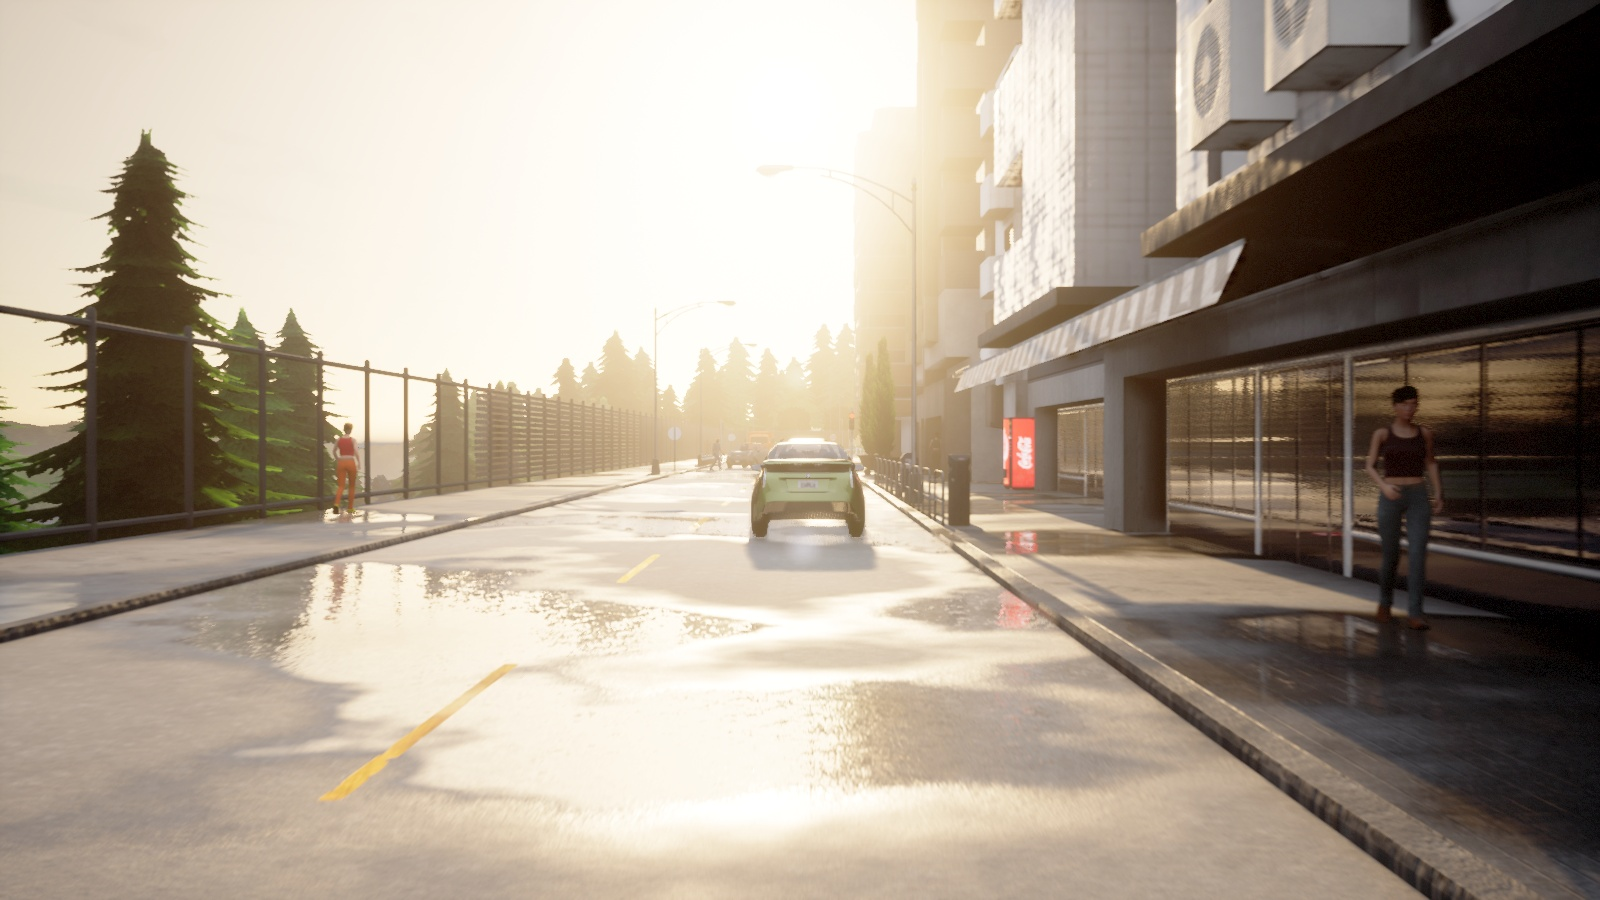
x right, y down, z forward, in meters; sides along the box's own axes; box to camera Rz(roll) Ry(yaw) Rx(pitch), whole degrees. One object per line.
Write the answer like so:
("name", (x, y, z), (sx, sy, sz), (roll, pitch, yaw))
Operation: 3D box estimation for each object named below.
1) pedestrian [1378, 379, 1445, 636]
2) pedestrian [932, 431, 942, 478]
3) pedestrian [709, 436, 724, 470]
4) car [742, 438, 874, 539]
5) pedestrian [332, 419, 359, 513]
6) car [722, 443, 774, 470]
("pedestrian", (4.519, 0.408, 9.298), (0.345, 1.836, 0.594), (0, 0, 16))
("pedestrian", (5.462, 0.178, 50.154), (0.345, 1.836, 0.594), (0, 0, 2))
("pedestrian", (-4.529, 0.158, 68.239), (0.706, 1.836, 0.354), (0, 0, 28))
("car", (0.134, 0.573, 21.389), (2.007, 1.525, 4.514), (0, 0, 0))
("pedestrian", (-9.004, 0.309, 24.899), (0.345, 1.836, 0.594), (0, 0, -4))
("car", (-2.991, 0.349, 72.621), (1.845, 1.501, 3.633), (0, 0, 18))
